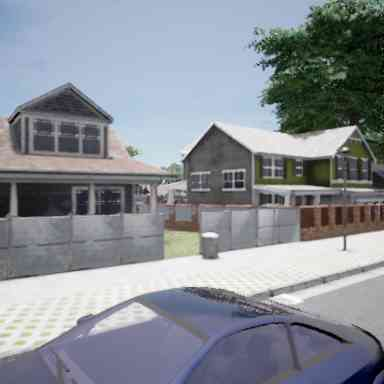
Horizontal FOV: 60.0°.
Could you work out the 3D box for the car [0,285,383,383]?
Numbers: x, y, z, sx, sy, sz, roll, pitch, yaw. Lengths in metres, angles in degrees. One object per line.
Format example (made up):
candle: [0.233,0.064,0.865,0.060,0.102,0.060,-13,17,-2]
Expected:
car: [-0.128,1.577,2.603,4.181,1.385,1.994,1,0,-37]
